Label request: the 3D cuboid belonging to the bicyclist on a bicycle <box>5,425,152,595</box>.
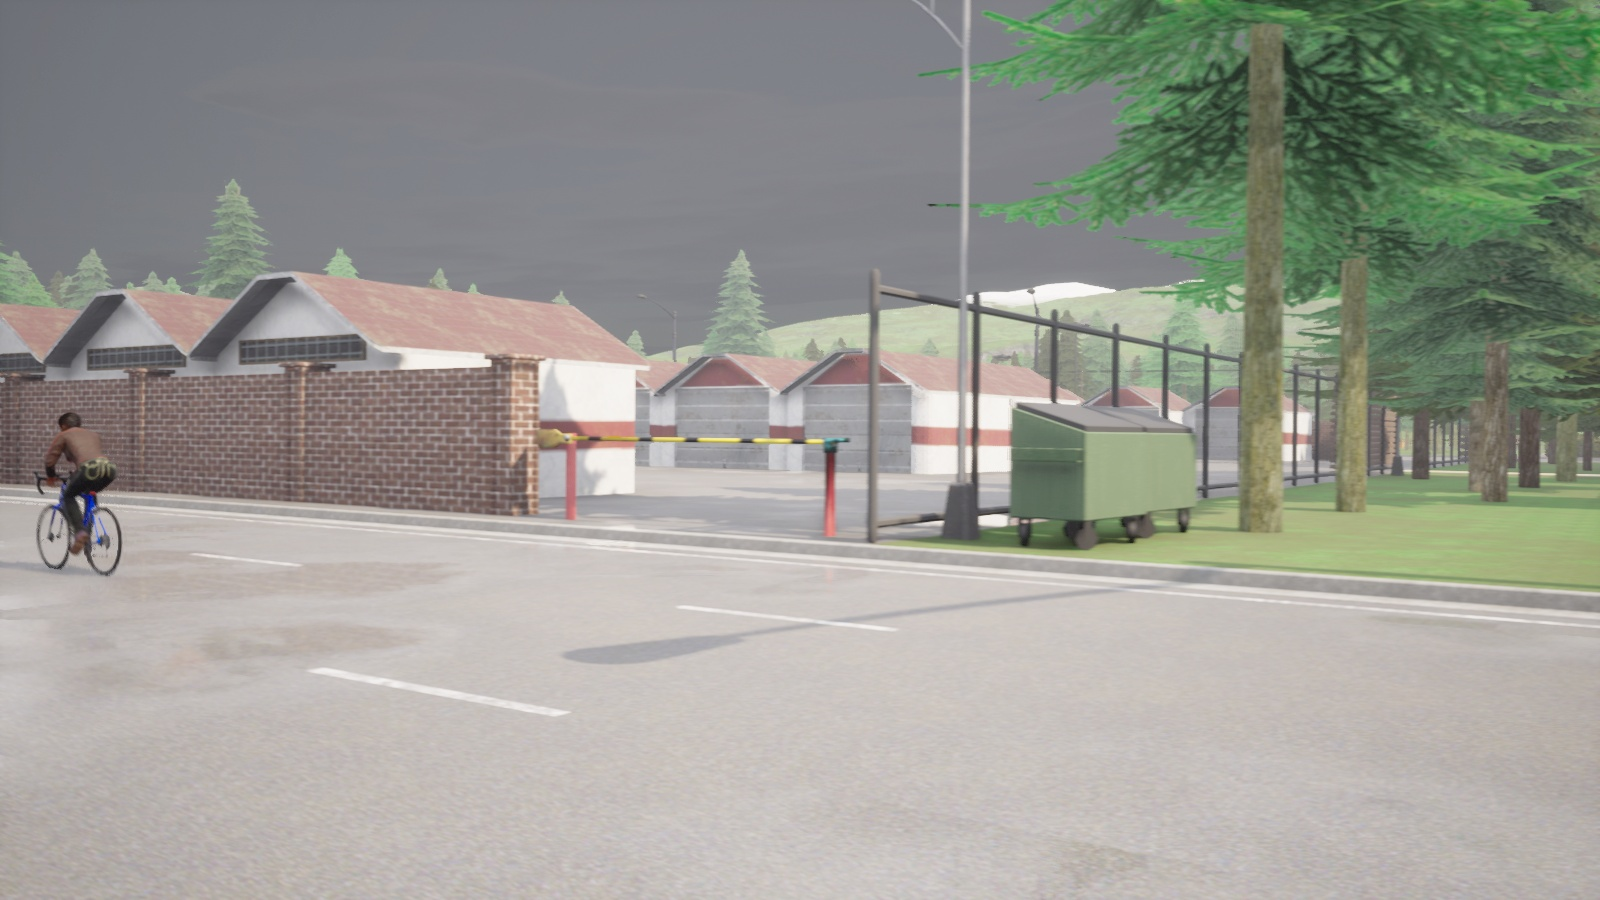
[{"bbox_3d":[-7.290,0.577,12.667,1.656,1.620,0.582,0,1,34],"label":"bicyclist on a bicycle"}]
